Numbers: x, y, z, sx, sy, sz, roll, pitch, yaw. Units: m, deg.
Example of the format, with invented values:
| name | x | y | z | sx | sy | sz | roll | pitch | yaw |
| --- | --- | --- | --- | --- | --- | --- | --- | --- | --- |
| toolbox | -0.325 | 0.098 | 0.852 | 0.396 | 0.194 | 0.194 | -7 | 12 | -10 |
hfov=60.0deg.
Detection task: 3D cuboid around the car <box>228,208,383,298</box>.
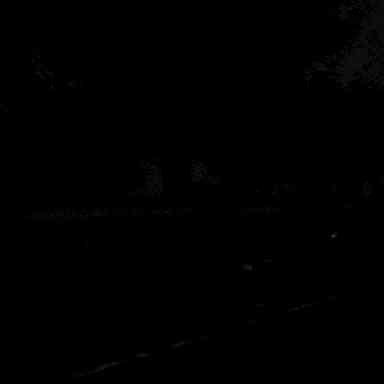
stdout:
| name | x | y | z | sx | sy | sz | roll | pitch | yaw |
| --- | --- | --- | --- | --- | --- | --- | --- | --- | --- |
| car | 3.310 | 1.393 | 8.922 | 5.009 | 1.841 | 2.192 | 1 | 0 | -36 |
